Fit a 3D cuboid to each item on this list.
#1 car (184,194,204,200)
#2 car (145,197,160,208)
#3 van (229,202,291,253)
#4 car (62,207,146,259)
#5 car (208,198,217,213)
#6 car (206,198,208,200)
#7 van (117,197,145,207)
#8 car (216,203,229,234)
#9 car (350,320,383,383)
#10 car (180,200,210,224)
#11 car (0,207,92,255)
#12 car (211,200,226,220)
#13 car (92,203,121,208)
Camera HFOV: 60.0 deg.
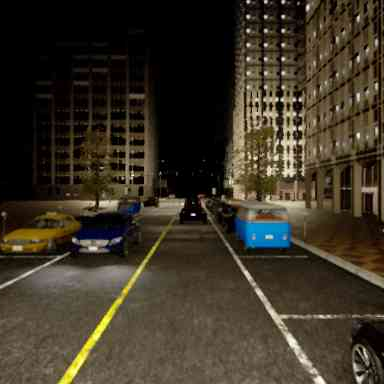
[{"bbox_3d":[0.096,1.300,41.702,2.097,1.767,4.553,0,0,0],"label":"car"},{"bbox_3d":[-5.693,1.377,47.435,1.967,1.590,4.097,0,0,0],"label":"car"},{"bbox_3d":[2.690,1.330,13.425,1.690,1.788,3.998,0,0,0],"label":"van"},{"bbox_3d":[-3.102,1.515,12.752,1.812,1.442,4.674,0,0,0],"label":"car"},{"bbox_3d":[2.688,1.493,30.601,1.752,1.417,4.829,0,0,0],"label":"car"},{"bbox_3d":[2.688,1.509,36.098,2.008,1.369,4.403,0,0,0],"label":"car"},{"bbox_3d":[-5.692,1.309,30.429,1.690,1.788,3.998,0,0,0],"label":"van"},{"bbox_3d":[2.690,1.548,19.093,1.947,1.339,4.313,0,0,0],"label":"car"},{"bbox_3d":[2.691,1.565,2.088,1.947,1.339,4.313,0,0,0],"label":"car"},{"bbox_3d":[0.096,1.538,24.938,1.994,1.385,4.181,0,0,0],"label":"car"},{"bbox_3d":[-5.691,1.514,13.254,1.752,1.417,4.829,0,0,0],"label":"car"},{"bbox_3d":[2.689,1.541,24.762,1.947,1.339,4.313,0,0,0],"label":"car"},{"bbox_3d":[-5.691,1.533,19.092,2.008,1.369,4.403,0,0,0],"label":"car"}]
